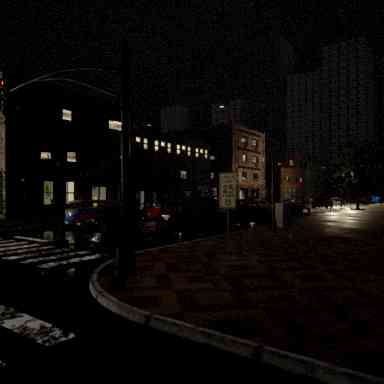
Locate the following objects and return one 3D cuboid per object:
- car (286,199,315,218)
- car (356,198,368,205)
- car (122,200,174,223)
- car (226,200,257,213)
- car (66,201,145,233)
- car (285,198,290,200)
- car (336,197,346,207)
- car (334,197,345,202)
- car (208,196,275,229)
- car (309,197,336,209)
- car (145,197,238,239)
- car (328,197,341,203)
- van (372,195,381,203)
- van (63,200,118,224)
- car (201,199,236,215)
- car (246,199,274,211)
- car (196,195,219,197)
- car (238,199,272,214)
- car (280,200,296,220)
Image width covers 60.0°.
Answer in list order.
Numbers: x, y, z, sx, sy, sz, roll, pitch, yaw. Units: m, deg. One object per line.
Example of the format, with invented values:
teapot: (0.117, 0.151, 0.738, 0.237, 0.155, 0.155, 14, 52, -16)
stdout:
car: (9.742, 1.657, 31.292, 1.947, 1.339, 4.313, -1, -1, 35)
car: (32.083, 1.801, 62.853, 2.008, 1.369, 4.403, -1, -1, 35)
car: (-3.484, 1.531, 27.114, 1.967, 1.590, 4.097, -1, -1, 35)
car: (6.091, 1.701, 40.640, 2.008, 1.369, 4.403, -1, -1, 35)
car: (-4.904, 1.537, 20.623, 1.882, 1.535, 5.008, 0, -1, 35)
car: (15.567, 1.742, 54.027, 1.752, 1.417, 4.829, -1, -1, 35)
car: (25.373, 1.829, 57.851, 1.895, 1.301, 4.718, 0, 0, 36)
car: (38.007, 1.936, 85.728, 1.887, 1.381, 4.507, -1, -1, 35)
car: (3.357, 1.368, 22.276, 2.192, 1.841, 5.009, -1, -1, 35)
car: (19.505, 1.536, 49.560, 2.097, 1.767, 4.553, 0, 0, 35)
car: (0.166, 1.350, 17.767, 2.192, 1.841, 5.009, -1, -1, 35)
car: (34.816, 1.915, 81.219, 2.008, 1.369, 4.403, -1, -1, 35)
van: (44.848, 1.694, 80.891, 1.690, 1.788, 3.998, -1, -1, 35)
van: (-6.675, 1.414, 22.607, 1.690, 1.788, 3.998, -1, 0, 35)
car: (2.900, 1.570, 36.133, 1.967, 1.590, 4.097, -1, -1, 35)
car: (9.283, 1.722, 45.149, 2.008, 1.369, 4.403, -1, -1, 35)
car: (1.142, 1.315, 29.161, 2.150, 2.045, 5.566, 0, 0, 35)
car: (7.181, 1.609, 37.673, 1.882, 1.535, 5.008, 0, 0, 36)
car: (6.550, 1.616, 26.783, 1.887, 1.381, 4.507, -1, -1, 35)
